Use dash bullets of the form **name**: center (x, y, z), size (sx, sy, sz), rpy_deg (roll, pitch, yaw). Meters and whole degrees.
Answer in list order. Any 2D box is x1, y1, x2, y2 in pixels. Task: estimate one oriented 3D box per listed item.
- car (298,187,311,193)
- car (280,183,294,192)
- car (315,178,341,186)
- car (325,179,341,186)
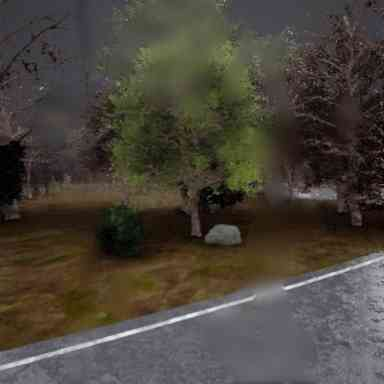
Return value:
- **car**: center (20.186, -0.664, 59.864), size (1.895, 1.301, 4.718), rpy_deg (-3, 3, 16)
- **car**: center (18.337, -1.000, 64.402), size (2.097, 1.767, 4.553), rpy_deg (-2, 3, 25)
- **car**: center (31.047, -2.331, 75.975), size (5.357, 1.411, 2.033), rpy_deg (-5, 3, -20)
- **car**: center (31.622, -2.164, 72.741), size (4.718, 1.301, 1.895), rpy_deg (-5, 3, -20)
